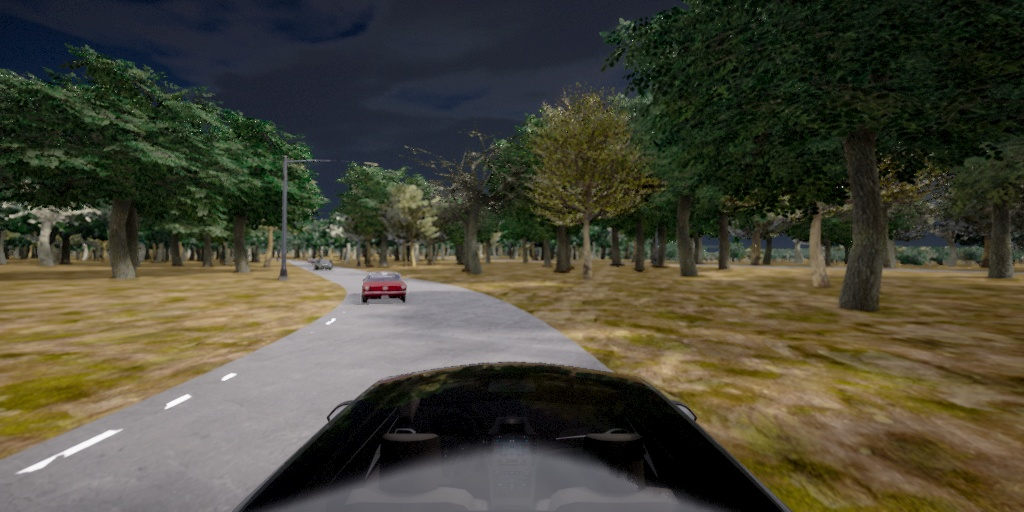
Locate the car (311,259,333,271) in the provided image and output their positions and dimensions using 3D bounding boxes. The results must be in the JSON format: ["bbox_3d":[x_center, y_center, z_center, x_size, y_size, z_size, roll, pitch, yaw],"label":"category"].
[{"bbox_3d":[-27.380,1.223,52.002,2.097,1.767,4.553,1,-1,-33],"label":"car"}]

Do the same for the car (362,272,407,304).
[{"bbox_3d":[-6.094,1.426,17.099,1.895,1.301,4.718,0,0,-21],"label":"car"}]
